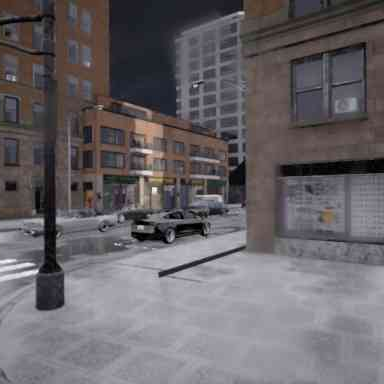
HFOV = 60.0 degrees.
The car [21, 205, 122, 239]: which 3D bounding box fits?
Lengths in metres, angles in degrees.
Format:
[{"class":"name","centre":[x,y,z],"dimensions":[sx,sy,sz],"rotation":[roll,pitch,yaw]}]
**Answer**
[{"class":"car","centre":[-6.220,1.555,17.347],"dimensions":[1.895,1.301,4.718],"rotation":[-1,0,34]}]

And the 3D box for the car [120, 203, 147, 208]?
[{"class":"car","centre":[-4.687,1.487,24.325],"dimensions":[2.008,1.369,4.403],"rotation":[0,0,35]}]

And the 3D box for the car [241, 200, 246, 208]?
[{"class":"car","centre":[7.810,1.321,41.987],"dimensions":[1.887,1.381,4.507],"rotation":[0,0,35]}]

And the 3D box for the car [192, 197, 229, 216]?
[{"class":"car","centre":[1.177,1.404,27.848],"dimensions":[2.033,1.411,5.357],"rotation":[-1,0,35]}]

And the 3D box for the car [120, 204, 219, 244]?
[{"class":"car","centre":[-0.848,1.445,14.992],"dimensions":[1.947,1.339,4.313],"rotation":[0,0,35]}]

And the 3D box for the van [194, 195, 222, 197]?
[{"class":"van","centre":[1.560,1.197,33.155],"dimensions":[1.690,1.788,3.998],"rotation":[0,0,35]}]
